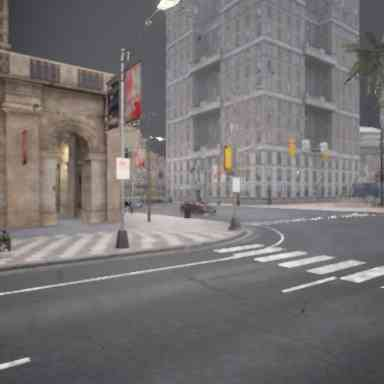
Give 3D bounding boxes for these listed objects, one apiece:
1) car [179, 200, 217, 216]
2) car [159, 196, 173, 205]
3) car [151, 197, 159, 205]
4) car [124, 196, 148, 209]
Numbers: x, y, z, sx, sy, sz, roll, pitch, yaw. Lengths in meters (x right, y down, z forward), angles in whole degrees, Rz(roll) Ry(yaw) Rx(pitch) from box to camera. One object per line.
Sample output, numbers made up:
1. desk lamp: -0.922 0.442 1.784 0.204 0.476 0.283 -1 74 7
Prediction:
1. car: 0.496 1.505 32.972 1.812 1.442 4.674 0 0 -36
2. car: -5.286 1.459 59.189 2.128 1.511 4.902 0 0 -36
3. car: -8.112 1.477 57.125 1.837 1.490 4.892 0 0 -36
4. car: -8.336 1.472 45.284 2.128 1.511 4.902 0 0 -36
